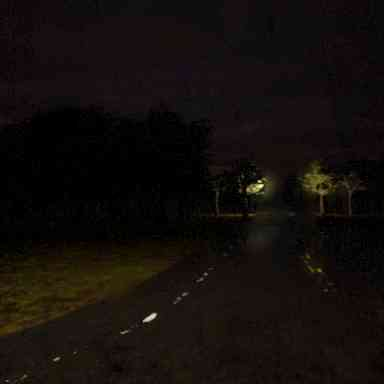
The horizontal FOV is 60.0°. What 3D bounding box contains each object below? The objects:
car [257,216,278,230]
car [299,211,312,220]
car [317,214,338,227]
[{"bbox_3d":[7.868,3.181,34.536,1.994,1.385,4.181,0,-3,13],"label":"car"},{"bbox_3d":[22.429,4.612,66.092,2.097,1.767,4.553,0,-3,13],"label":"car"},{"bbox_3d":[16.463,3.483,40.569,2.128,1.511,4.902,0,-3,13],"label":"car"}]
